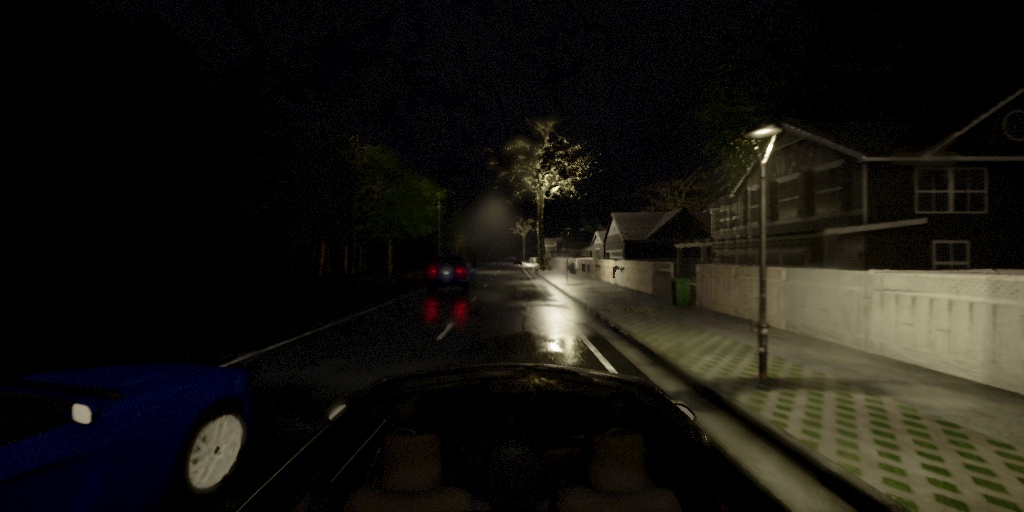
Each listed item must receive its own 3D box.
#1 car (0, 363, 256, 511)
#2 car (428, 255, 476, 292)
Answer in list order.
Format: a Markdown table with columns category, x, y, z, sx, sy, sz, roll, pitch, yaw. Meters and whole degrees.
| category | x | y | z | sx | sy | sz | roll | pitch | yaw |
| --- | --- | --- | --- | --- | --- | --- | --- | --- | --- |
| car | -3.399 | 1.228 | 1.411 | 1.882 | 1.535 | 5.008 | 0 | 0 | 0 |
| car | -3.404 | 0.977 | 21.234 | 2.150 | 2.045 | 5.566 | 0 | 0 | 0 |
